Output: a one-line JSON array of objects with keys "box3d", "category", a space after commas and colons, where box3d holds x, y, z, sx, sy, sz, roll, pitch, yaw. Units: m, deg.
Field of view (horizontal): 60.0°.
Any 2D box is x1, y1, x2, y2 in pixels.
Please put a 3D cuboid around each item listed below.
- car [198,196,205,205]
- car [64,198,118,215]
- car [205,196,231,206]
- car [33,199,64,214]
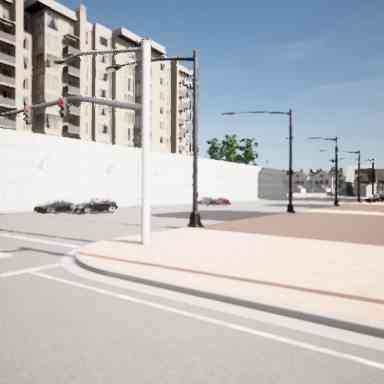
[{"box3d": [2.354, 1.405, 55.381, 2.033, 1.411, 5.357, 0, 0, 36], "category": "car"}, {"box3d": [-9.554, 1.360, 32.701, 2.128, 1.511, 4.902, 0, 0, 36], "category": "car"}, {"box3d": [4.374, 1.440, 52.204, 1.994, 1.385, 4.181, 0, 0, 36], "category": "car"}, {"box3d": [-13.522, 1.415, 33.163, 1.994, 1.385, 4.181, 0, 0, 35], "category": "car"}]
